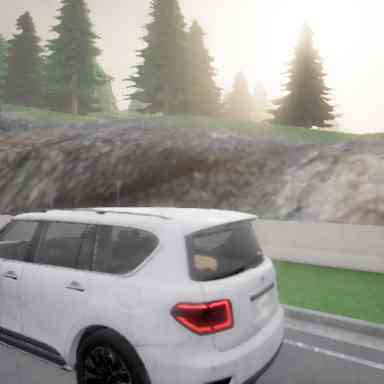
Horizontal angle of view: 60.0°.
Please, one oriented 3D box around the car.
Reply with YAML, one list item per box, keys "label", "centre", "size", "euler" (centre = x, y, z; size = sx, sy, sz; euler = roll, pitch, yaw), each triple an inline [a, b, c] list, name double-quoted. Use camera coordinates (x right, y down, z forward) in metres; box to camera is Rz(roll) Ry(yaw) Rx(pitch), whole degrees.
- label: "car"
  centre: [-1.541, 1.218, 4.839]
  size: [5.566, 2.045, 2.150]
  euler: [0, 0, 32]
